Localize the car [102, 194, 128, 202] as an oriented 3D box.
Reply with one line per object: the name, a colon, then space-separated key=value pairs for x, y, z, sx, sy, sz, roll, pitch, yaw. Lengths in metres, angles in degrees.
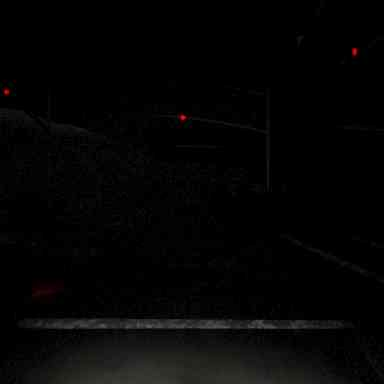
car: x=-16.505 y=1.330 z=70.852 sx=5.027 sy=1.636 sz=2.152 roll=0 pitch=0 yaw=-1

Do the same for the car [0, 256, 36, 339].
car: x=-3.554 y=1.527 z=3.714 sx=2.033 sy=1.411 sz=5.357 roll=0 pitch=1 yaw=-5

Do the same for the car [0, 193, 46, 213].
car: x=-16.806 y=1.077 z=33.267 sx=3.866 sy=1.878 sz=1.905 roll=0 pitch=0 yaw=-1

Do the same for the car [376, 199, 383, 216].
car: x=17.197 y=1.480 z=32.953 sx=2.242 sy=1.667 sz=4.611 roll=0 pitch=0 yaw=-1

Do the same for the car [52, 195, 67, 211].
car: x=-16.218 y=1.361 z=36.595 sx=3.806 sy=1.475 sz=1.970 roll=0 pitch=0 yaw=-1

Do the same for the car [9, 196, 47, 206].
car: x=-24.071 y=1.298 z=48.960 sx=4.514 sy=1.523 sz=2.007 roll=0 pitch=0 yaw=-1

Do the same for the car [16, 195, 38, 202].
car: x=-35.171 y=1.384 z=70.870 sx=3.806 sy=1.475 sz=1.970 roll=0 pitch=0 yaw=-1

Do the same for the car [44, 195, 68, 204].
car: x=-24.097 y=1.319 z=58.953 sx=3.633 sy=1.501 sz=1.845 roll=0 pitch=0 yaw=-1

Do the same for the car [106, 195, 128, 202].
car: x=-16.579 y=1.339 z=73.988 sx=4.514 sy=1.523 sz=2.007 roll=0 pitch=0 yaw=-1
